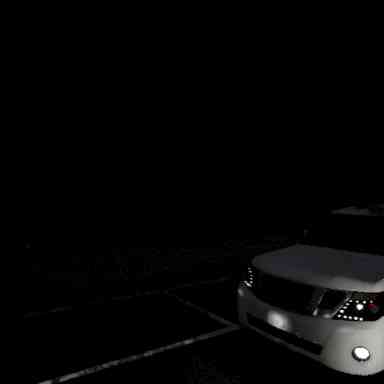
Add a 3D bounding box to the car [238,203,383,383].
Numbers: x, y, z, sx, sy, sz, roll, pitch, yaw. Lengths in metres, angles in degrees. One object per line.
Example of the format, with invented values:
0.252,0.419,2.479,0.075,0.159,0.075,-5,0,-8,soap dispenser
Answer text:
3.346,1.235,5.602,5.566,2.045,2.150,0,0,-34,car
